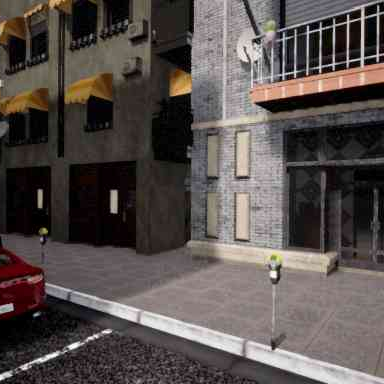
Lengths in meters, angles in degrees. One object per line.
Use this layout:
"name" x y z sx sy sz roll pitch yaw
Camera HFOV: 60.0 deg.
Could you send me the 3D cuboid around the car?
"car" -4.497 1.544 6.077 4.507 1.381 1.887 0 1 36
